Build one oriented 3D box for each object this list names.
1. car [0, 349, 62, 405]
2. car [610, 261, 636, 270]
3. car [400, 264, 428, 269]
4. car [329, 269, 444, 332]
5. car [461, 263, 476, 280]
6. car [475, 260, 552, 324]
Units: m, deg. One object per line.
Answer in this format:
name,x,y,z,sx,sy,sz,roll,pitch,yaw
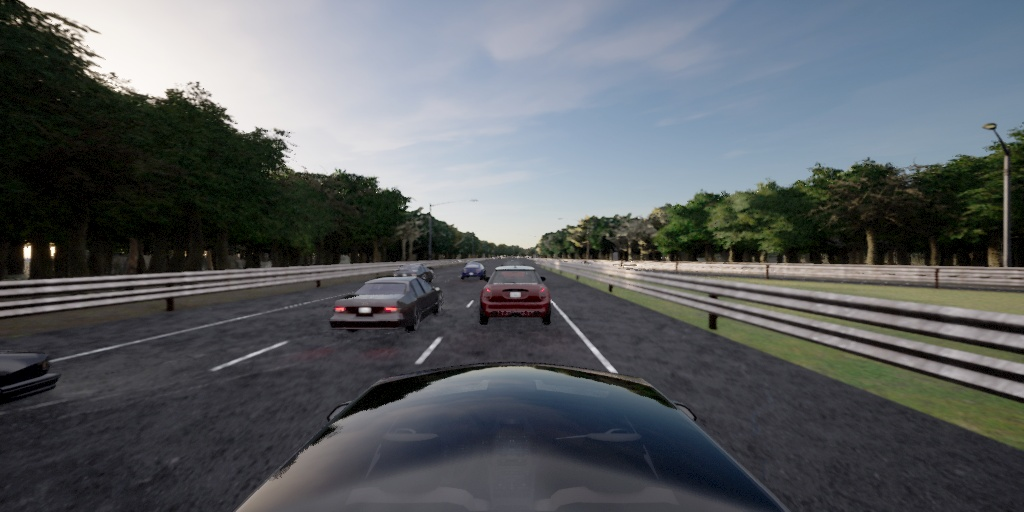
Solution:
car,-6.903,1.298,2.201,2.033,1.411,5.357,0,0,0
car,18.297,1.531,59.053,2.033,1.411,5.357,0,0,-18
car,-6.910,1.304,25.524,2.033,1.411,5.357,0,-1,0
car,-3.400,1.303,10.803,2.033,1.411,5.357,0,0,0
car,-3.394,1.312,32.226,1.812,1.442,4.674,0,0,0
car,0.099,1.108,12.192,2.097,1.767,4.553,0,0,0
